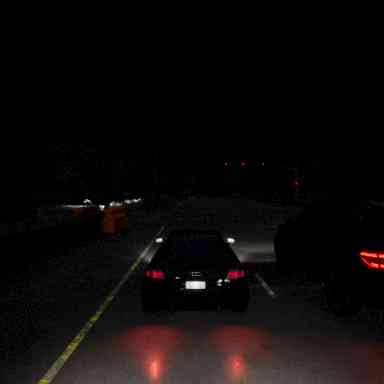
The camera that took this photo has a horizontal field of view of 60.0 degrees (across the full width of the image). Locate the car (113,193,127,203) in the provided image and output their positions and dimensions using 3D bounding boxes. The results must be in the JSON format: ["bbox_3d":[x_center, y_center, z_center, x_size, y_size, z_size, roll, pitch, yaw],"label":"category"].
[{"bbox_3d":[-14.343,1.390,63.921,1.895,1.301,4.718,0,0,0],"label":"car"}]

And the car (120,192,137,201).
[{"bbox_3d":[-14.358,0.970,73.735,2.150,2.045,5.566,0,0,0],"label":"car"}]

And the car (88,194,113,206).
[{"bbox_3d":[-14.329,1.404,52.467,1.994,1.385,4.181,0,0,0],"label":"car"}]

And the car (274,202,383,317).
[{"bbox_3d":[3.591,1.221,7.627,2.150,2.045,5.566,0,0,-2],"label":"car"}]

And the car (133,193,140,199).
[{"bbox_3d":[-15.685,1.158,93.373,1.837,1.490,4.892,0,0,-11],"label":"car"}]

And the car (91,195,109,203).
[{"bbox_3d":[-17.831,1.332,64.939,2.033,1.411,5.357,0,0,0],"label":"car"}]

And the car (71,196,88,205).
[{"bbox_3d":[-17.837,1.381,53.908,2.033,1.411,5.357,0,0,0],"label":"car"}]

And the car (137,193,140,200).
[{"bbox_3d":[-14.468,1.298,83.286,1.895,1.301,4.718,0,0,0],"label":"car"}]

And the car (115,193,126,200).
[{"bbox_3d":[-17.979,1.056,83.590,2.097,1.767,4.553,0,0,-3],"label":"car"}]

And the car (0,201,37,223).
[{"bbox_3d":[-13.845,1.452,25.035,2.128,1.511,4.902,-1,0,12],"label":"car"}]

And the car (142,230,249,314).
[{"bbox_3d":[0.069,1.563,7.698,1.994,1.385,4.181,0,0,0],"label":"car"}]

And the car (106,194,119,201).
[{"bbox_3d":[-17.864,1.241,74.621,1.837,1.490,4.892,0,0,0],"label":"car"}]
